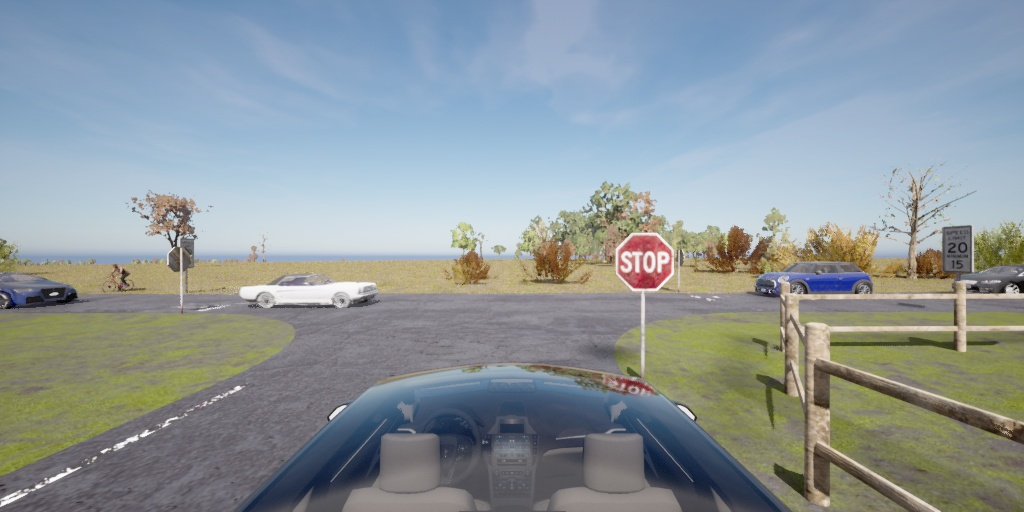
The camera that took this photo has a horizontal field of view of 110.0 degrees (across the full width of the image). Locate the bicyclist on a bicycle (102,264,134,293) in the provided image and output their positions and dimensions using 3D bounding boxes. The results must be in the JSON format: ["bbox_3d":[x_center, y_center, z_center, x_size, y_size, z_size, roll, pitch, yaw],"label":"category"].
[{"bbox_3d":[-22.541,1.261,20.536,0.582,1.620,1.656,0,0,0],"label":"bicyclist on a bicycle"}]

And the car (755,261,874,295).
[{"bbox_3d":[14.369,1.062,17.283,4.553,1.767,2.097,0,0,0],"label":"car"}]

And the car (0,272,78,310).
[{"bbox_3d":[-20.558,1.366,14.552,4.181,1.385,1.994,0,0,0],"label":"car"}]

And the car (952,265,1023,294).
[{"bbox_3d":[24.275,1.180,17.221,4.902,1.511,2.128,0,0,0],"label":"car"}]

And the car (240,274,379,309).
[{"bbox_3d":[-7.984,1.369,14.474,4.718,1.301,1.895,0,0,0],"label":"car"}]
